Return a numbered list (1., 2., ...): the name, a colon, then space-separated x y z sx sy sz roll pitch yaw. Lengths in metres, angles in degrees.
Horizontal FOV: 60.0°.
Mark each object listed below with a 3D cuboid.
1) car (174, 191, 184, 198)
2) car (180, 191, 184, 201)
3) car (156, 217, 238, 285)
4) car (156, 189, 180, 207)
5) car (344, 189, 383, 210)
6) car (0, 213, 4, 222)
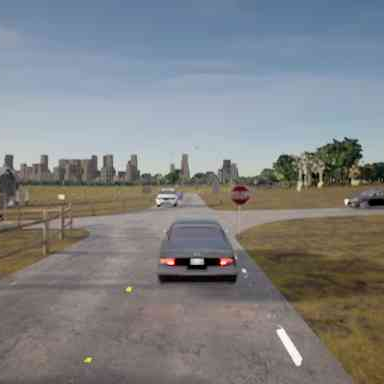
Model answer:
1. car: -2.726 0.520 72.618 2.033 1.411 5.357 0 1 0
2. car: -2.782 0.697 57.254 1.812 1.442 4.674 0 0 0
3. car: 0.102 1.409 9.186 2.033 1.411 5.357 0 1 0
4. car: -2.831 0.647 38.695 2.150 2.045 5.566 0 1 0
5. car: 14.376 0.496 25.781 4.902 1.511 2.128 -2 1 0
6. car: -15.622 1.687 22.819 5.008 1.535 1.882 -2 1 0
